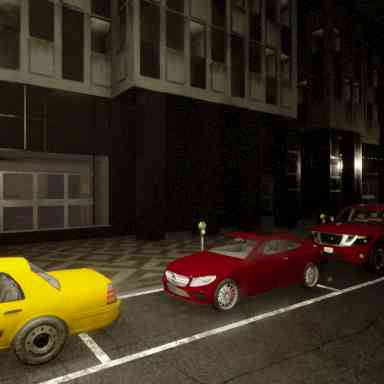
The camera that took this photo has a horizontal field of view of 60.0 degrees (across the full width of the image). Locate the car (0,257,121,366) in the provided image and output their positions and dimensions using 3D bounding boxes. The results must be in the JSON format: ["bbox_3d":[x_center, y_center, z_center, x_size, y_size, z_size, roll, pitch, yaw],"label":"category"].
[{"bbox_3d":[-3.374,1.525,4.249,4.829,1.417,1.752,0,0,-35],"label":"car"}]

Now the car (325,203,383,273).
[{"bbox_3d":[5.897,1.314,10.839,5.009,1.841,2.192,0,0,-35],"label":"car"}]

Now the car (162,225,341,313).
[{"bbox_3d":[1.331,1.581,7.593,4.206,1.307,1.802,0,0,-35],"label":"car"}]
